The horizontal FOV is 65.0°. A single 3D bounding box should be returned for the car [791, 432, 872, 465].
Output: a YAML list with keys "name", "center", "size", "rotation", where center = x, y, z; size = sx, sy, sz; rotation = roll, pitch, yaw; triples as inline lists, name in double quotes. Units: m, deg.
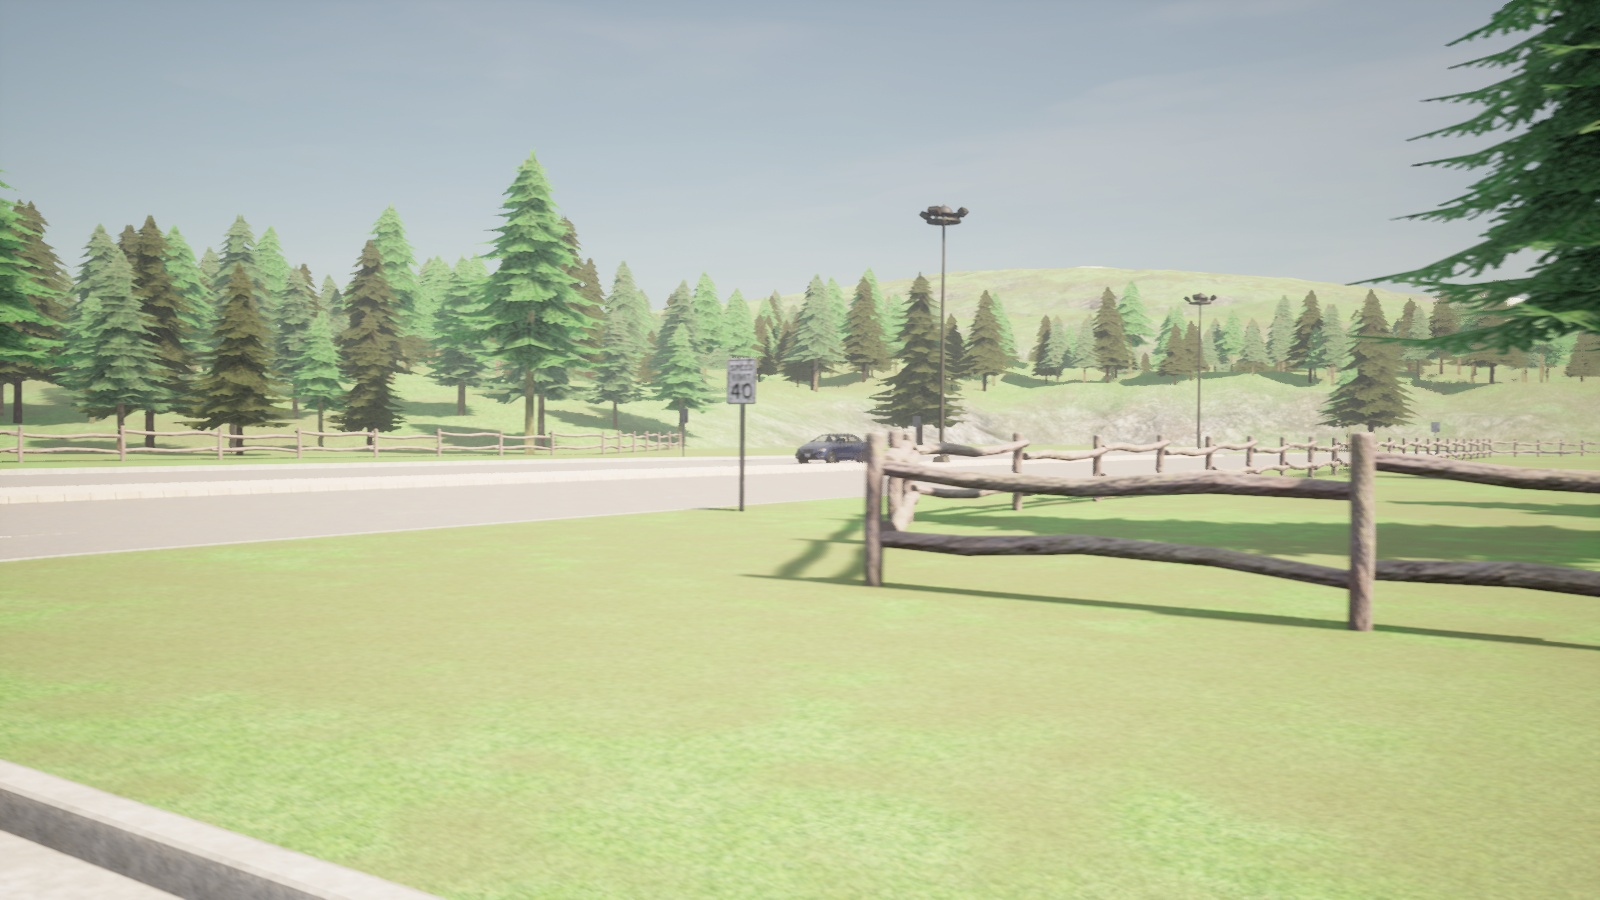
- name: "car"
  center: [1.529, -0.079, 59.365]
  size: [1.816, 1.474, 4.193]
  rotation: [0, 1, 34]
